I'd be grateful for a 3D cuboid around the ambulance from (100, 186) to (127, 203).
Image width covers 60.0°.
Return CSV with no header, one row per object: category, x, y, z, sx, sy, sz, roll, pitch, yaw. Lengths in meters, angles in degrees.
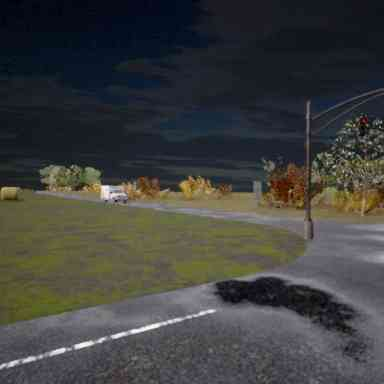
ambulance,-11.765,0.331,50.134,2.351,2.431,6.366,2,0,-32
